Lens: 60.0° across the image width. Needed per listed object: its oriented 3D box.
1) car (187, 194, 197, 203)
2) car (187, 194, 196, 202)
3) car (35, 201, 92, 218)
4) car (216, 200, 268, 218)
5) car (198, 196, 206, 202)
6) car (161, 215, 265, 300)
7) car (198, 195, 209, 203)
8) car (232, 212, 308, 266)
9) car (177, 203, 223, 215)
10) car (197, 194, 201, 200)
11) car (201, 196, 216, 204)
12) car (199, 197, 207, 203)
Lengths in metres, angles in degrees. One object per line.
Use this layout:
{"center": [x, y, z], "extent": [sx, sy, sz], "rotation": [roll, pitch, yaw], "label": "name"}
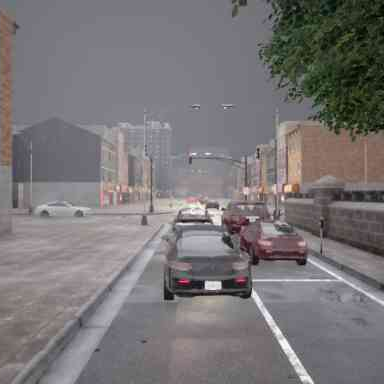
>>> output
{"center": [0.001, 1.495, 69.338], "extent": [2.097, 1.767, 4.553], "rotation": [0, 0, -1], "label": "car"}
{"center": [-0.128, 1.422, 83.741], "extent": [2.150, 2.045, 5.566], "rotation": [0, 0, 0], "label": "car"}
{"center": [-10.914, 1.519, 28.374], "extent": [4.674, 1.442, 1.812], "rotation": [0, -1, -2], "label": "car"}
{"center": [2.622, 1.326, 16.798], "extent": [2.192, 1.841, 5.009], "rotation": [1, 0, 0], "label": "car"}
{"center": [2.510, 1.760, 86.727], "extent": [2.008, 1.369, 4.403], "rotation": [0, 0, 0], "label": "car"}
{"center": [0.222, 1.529, 8.319], "extent": [1.812, 1.442, 4.674], "rotation": [0, 0, -4], "label": "car"}
{"center": [2.553, 1.649, 59.540], "extent": [1.887, 1.381, 4.507], "rotation": [1, 0, 0], "label": "car"}
{"center": [2.628, 1.587, 11.349], "extent": [1.802, 1.307, 4.206], "rotation": [1, 0, 0], "label": "car"}
{"center": [0.053, 1.501, 15.684], "extent": [2.128, 1.511, 4.902], "rotation": [0, 0, 0], "label": "car"}
{"center": [2.546, 1.438, 64.978], "extent": [2.192, 1.841, 5.009], "rotation": [1, 0, 0], "label": "car"}
{"center": [2.578, 1.603, 43.228], "extent": [1.887, 1.381, 4.507], "rotation": [1, 0, 0], "label": "car"}
{"center": [2.527, 1.745, 75.852], "extent": [1.802, 1.307, 4.206], "rotation": [0, 0, 0], "label": "car"}
